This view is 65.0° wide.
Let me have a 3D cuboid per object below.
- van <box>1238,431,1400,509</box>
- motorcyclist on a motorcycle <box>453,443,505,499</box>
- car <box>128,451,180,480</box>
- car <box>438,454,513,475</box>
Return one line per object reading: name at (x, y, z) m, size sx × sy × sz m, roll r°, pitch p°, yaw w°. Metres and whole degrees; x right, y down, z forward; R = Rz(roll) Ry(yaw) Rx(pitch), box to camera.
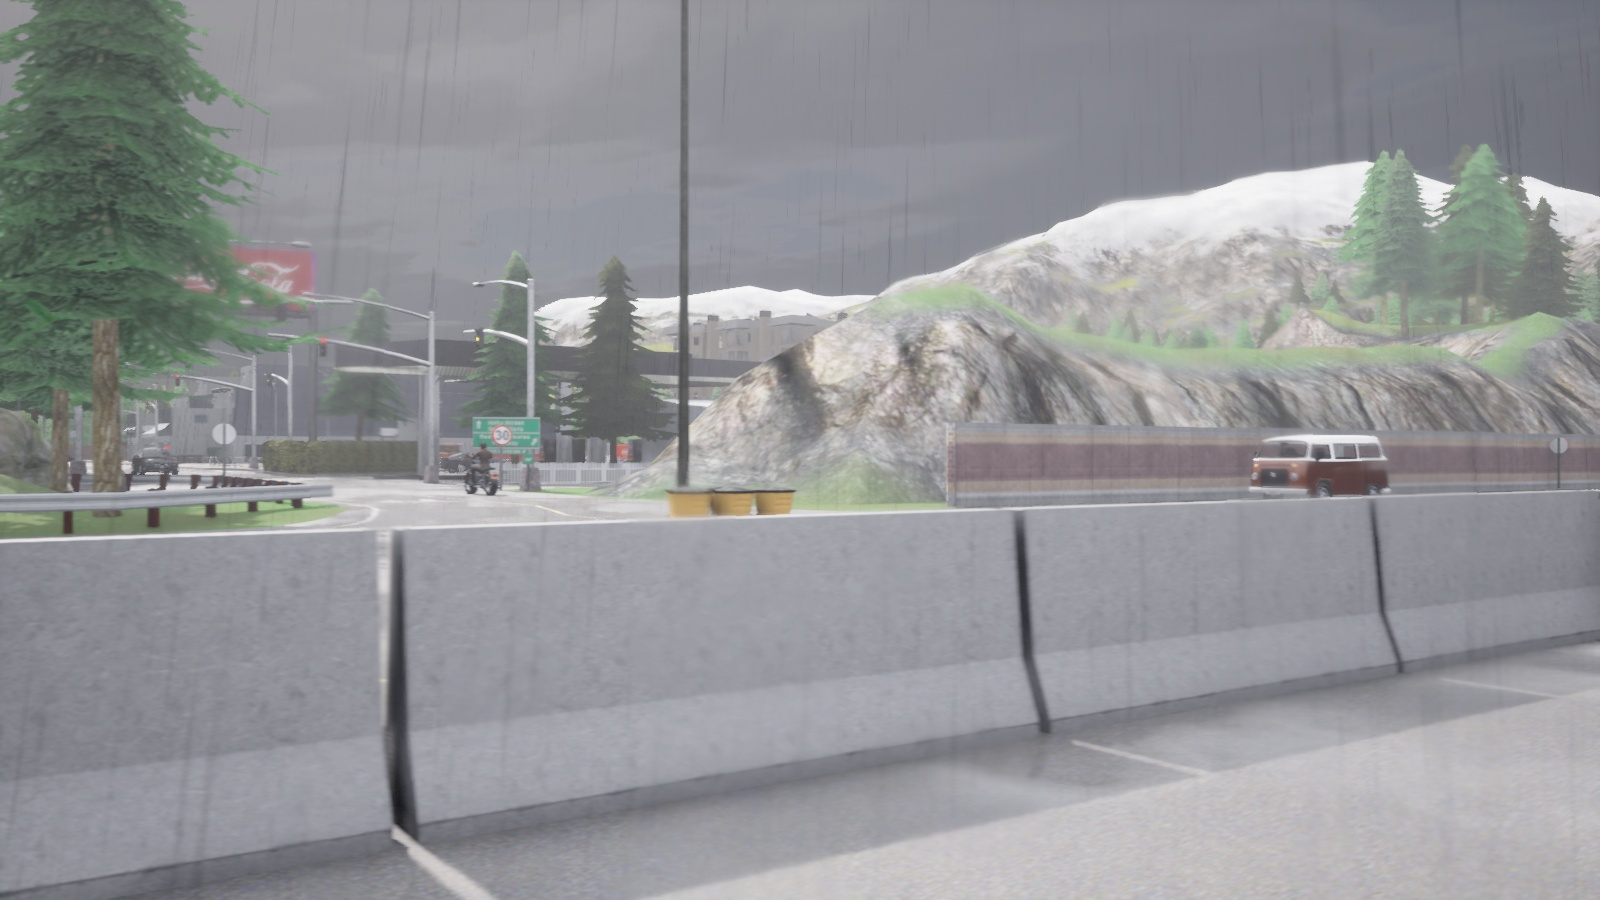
van at (14.534, 0.524, 35.095) m, size 4.480 × 2.038 × 2.069 m, roll 0°, pitch 0°, yaw -35°
motorcyclist on a motorcycle at (-9.774, 0.613, 38.161) m, size 0.766 × 1.649 × 2.350 m, roll 0°, pitch 0°, yaw -35°
car at (-35.034, 0.802, 68.068) m, size 1.837 × 1.490 × 4.892 m, roll 1°, pitch 0°, yaw -35°
car at (-23.481, 1.018, 90.912) m, size 4.892 × 1.490 × 1.837 m, roll 0°, pitch 0°, yaw -35°
